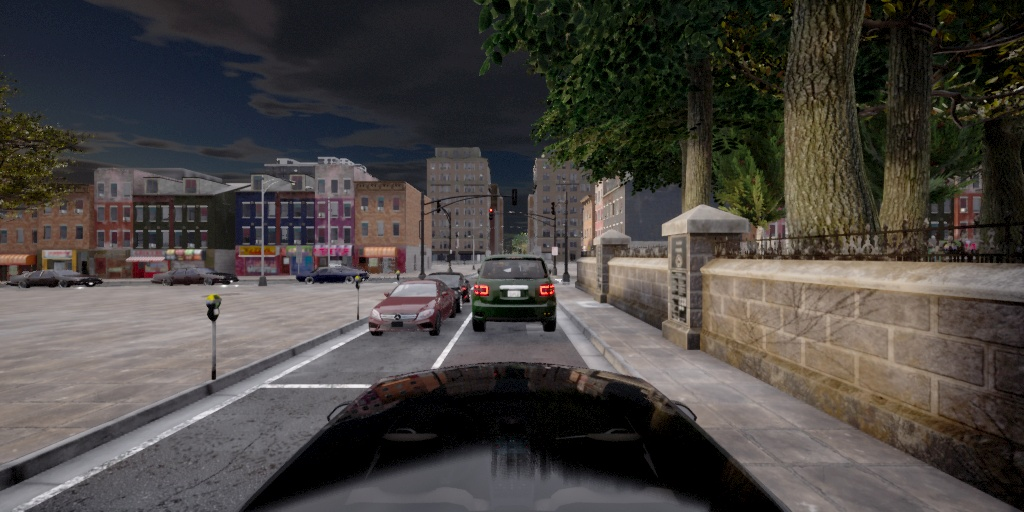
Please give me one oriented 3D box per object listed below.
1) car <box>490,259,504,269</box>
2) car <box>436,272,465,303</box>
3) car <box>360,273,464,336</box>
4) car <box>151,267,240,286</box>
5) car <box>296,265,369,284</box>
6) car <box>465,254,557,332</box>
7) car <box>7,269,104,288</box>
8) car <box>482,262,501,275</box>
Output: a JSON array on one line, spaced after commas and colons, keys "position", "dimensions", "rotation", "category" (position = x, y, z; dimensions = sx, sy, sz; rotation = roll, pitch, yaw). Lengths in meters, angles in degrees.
[{"position": [-2.291, 1.218, 55.166], "dimensions": [1.882, 1.535, 5.008], "rotation": [0, 0, 0], "category": "car"}, {"position": [-2.637, 1.316, 13.999], "dimensions": [1.948, 1.339, 4.313], "rotation": [0, 0, 0], "category": "car"}, {"position": [-2.637, 1.332, 10.336], "dimensions": [1.802, 1.307, 4.207], "rotation": [0, 0, 0], "category": "car"}, {"position": [-23.690, 1.556, 26.867], "dimensions": [5.357, 1.411, 2.033], "rotation": [-1, 0, 0], "category": "car"}, {"position": [-13.357, 1.480, 26.900], "dimensions": [4.718, 1.301, 1.895], "rotation": [-1, 0, 0], "category": "car"}, {"position": [0.076, 0.971, 11.015], "dimensions": [2.150, 2.045, 5.566], "rotation": [0, 0, 1], "category": "car"}, {"position": [-34.135, 1.720, 26.847], "dimensions": [5.357, 1.411, 2.033], "rotation": [-1, 0, 1], "category": "car"}, {"position": [-2.278, 1.344, 40.785], "dimensions": [1.895, 1.301, 4.718], "rotation": [0, 0, 0], "category": "car"}]
